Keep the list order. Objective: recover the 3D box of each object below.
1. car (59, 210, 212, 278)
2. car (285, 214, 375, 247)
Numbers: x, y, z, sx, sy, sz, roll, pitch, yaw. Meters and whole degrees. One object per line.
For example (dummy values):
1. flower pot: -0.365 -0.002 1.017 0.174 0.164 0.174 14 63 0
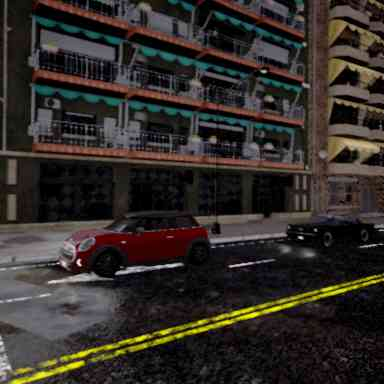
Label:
1. car: -1.648 1.391 10.383 4.553 1.767 2.097 1 0 -35
2. car: 6.696 1.750 16.036 4.718 1.301 1.895 1 0 -33
